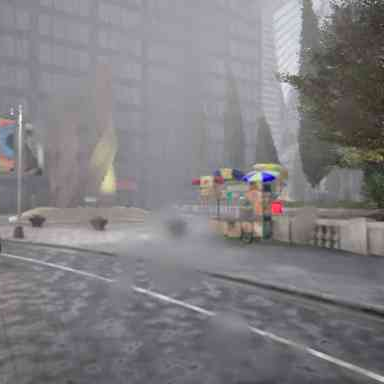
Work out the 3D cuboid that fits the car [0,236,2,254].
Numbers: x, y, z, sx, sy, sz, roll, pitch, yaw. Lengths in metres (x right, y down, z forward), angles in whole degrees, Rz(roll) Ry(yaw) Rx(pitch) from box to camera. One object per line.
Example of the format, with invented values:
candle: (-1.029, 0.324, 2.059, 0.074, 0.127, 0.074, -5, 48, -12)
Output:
car: (-8.923, 1.796, 12.228, 4.902, 1.511, 2.128, -1, -2, 34)
